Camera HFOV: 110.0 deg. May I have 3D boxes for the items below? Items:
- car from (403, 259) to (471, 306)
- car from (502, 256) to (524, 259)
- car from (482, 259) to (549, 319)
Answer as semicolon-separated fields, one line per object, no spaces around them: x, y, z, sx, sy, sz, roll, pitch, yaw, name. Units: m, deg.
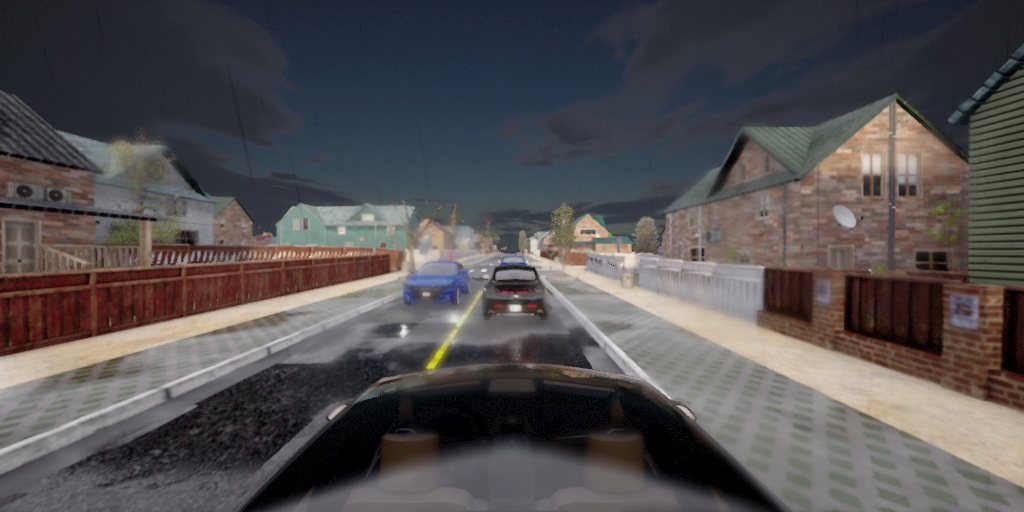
-2.768;0.925;14.093;1.882;1.535;5.008;0;1;0;car
0.080;0.705;23.310;1.882;1.535;5.008;0;1;0;car
0.092;1.015;11.525;1.837;1.490;4.892;0;2;0;car
